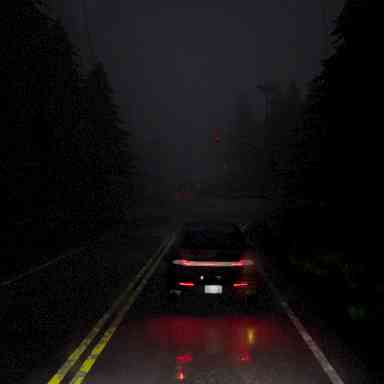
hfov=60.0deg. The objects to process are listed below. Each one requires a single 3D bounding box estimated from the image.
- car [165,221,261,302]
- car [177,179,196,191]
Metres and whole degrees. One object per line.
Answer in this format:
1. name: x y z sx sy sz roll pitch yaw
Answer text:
1. car: 0.449 1.466 8.191 2.128 1.511 4.902 0 0 2
2. car: -0.698 -1.073 45.247 1.812 1.442 4.674 1 9 14
